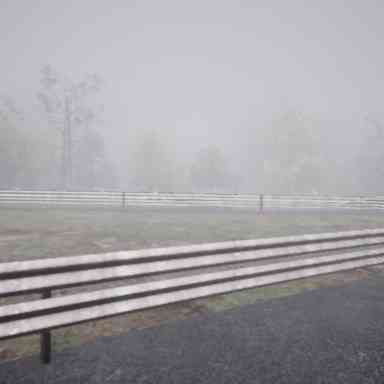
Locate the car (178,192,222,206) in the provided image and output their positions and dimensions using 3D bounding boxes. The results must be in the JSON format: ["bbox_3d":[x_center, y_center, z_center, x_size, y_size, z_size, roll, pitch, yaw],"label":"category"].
[{"bbox_3d":[0.860,0.753,36.903,4.674,1.442,1.812,1,0,-7],"label":"car"}]

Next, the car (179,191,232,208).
[{"bbox_3d":[1.299,0.713,33.430,5.008,1.535,1.882,1,0,-7],"label":"car"}]

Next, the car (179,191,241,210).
[{"bbox_3d":[1.706,0.782,29.947,5.357,1.411,2.033,1,0,-7],"label":"car"}]

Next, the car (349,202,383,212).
[{"bbox_3d":[17.273,1.153,31.969,4.181,1.385,1.994,1,0,-8],"label":"car"}]
